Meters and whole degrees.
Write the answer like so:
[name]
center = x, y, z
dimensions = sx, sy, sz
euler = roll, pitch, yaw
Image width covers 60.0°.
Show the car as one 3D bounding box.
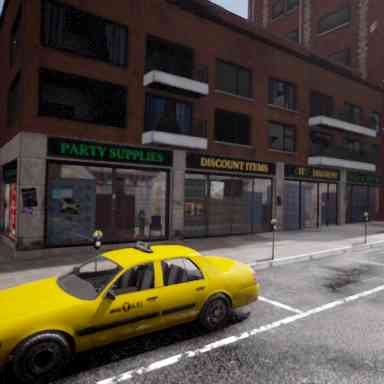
[car]
center = -1.025, 1.526, 5.341
dimensions = 4.829, 1.417, 1.752
euler = 0, 2, -35
